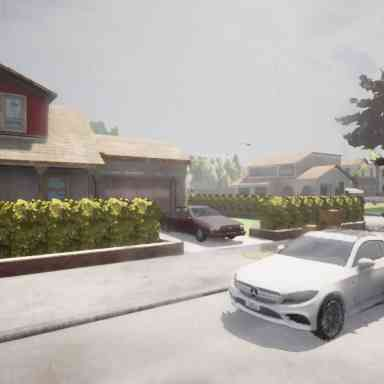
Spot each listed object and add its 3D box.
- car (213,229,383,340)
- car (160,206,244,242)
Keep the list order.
[{"bbox_3d":[2.859,1.526,6.654,4.674,1.442,1.812,0,0,-36],"label":"car"},{"bbox_3d":[0.137,1.356,15.506,2.033,1.415,5.357,0,0,-33],"label":"car"}]
